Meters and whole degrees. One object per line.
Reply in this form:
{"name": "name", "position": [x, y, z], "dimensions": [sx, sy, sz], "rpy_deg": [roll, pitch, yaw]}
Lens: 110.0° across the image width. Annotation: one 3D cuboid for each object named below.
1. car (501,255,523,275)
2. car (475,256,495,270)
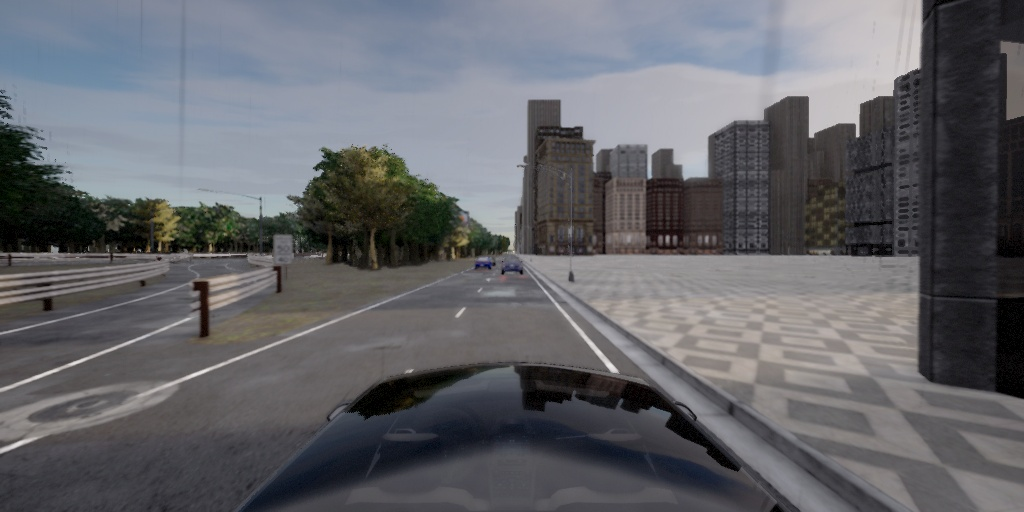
{"name": "car", "position": [0.015, 0.839, 34.853], "dimensions": [2.097, 1.767, 4.553], "rpy_deg": [0, 1, 0]}
{"name": "car", "position": [-3.482, 0.872, 44.134], "dimensions": [1.882, 1.535, 5.008], "rpy_deg": [0, 1, 0]}
